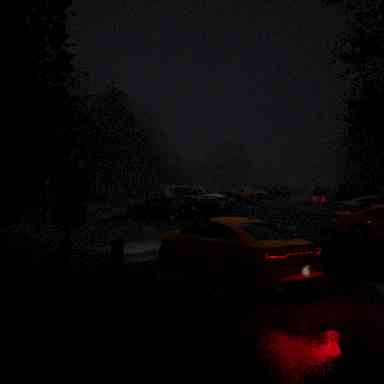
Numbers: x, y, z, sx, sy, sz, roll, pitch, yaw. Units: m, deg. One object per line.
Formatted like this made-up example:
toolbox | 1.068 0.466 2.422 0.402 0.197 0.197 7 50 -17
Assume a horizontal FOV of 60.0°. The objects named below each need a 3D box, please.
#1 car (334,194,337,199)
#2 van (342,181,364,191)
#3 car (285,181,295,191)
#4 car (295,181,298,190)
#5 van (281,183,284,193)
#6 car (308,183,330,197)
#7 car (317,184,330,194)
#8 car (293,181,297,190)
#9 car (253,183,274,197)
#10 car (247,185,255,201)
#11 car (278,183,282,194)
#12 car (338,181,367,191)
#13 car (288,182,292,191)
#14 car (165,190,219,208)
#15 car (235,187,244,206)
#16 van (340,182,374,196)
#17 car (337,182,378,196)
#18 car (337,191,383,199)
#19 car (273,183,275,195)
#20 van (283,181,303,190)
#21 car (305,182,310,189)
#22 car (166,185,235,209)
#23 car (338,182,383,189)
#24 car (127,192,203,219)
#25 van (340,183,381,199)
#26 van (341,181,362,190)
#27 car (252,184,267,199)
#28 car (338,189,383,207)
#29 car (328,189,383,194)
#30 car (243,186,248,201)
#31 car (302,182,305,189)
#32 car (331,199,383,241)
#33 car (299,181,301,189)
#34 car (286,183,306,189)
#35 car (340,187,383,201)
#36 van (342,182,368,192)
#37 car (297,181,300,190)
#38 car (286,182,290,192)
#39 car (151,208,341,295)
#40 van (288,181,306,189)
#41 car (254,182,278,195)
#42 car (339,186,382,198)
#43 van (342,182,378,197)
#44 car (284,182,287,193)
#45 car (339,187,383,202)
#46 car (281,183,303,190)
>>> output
car | 11.000 1.103 19.304 4.792 1.488 2.163 1 3 24
van | 36.190 -1.365 74.871 4.442 1.987 1.878 1 2 24
car | 16.017 -0.707 62.669 5.366 1.575 1.946 1 2 24
car | 18.459 -0.885 67.655 4.892 1.521 2.231 1 2 24
van | 11.736 -0.555 52.416 4.442 1.987 1.878 1 2 24
car | 18.281 -0.128 47.423 2.128 1.511 4.902 1 2 24
car | 22.507 -0.485 56.807 1.882 1.535 5.008 1 2 24
car | 17.331 -0.792 65.120 4.892 1.521 2.231 1 2 24
car | 7.245 0.059 42.285 5.366 1.575 1.946 1 3 24
car | 3.490 0.395 34.852 5.366 1.575 1.946 1 3 24
car | 10.517 -0.209 49.931 4.792 1.488 2.163 1 2 24
car | 34.921 -1.300 72.404 5.566 2.045 2.435 1 2 24
car | 15.020 -0.579 60.076 4.792 1.488 2.163 1 2 24
car | -0.893 0.867 24.658 5.008 1.535 2.097 1 3 24
car | 1.550 0.634 29.642 5.366 1.575 1.946 1 3 24
van | 24.558 -0.442 49.607 4.442 1.987 1.878 1 2 24
car | 25.775 -0.558 52.094 5.566 2.045 2.435 1 2 24
car | 9.970 1.060 16.862 4.553 1.767 2.185 1 3 24
car | 8.206 -0.044 44.885 4.892 1.521 2.231 1 3 24
van | 25.194 -1.668 82.872 4.442 1.987 1.878 1 2 24
car | 26.466 -1.784 85.342 5.566 2.045 2.435 1 2 24
car | 0.266 0.500 27.166 5.566 2.045 2.435 1 3 24
car | 15.599 0.358 29.361 5.566 2.045 2.435 1 3 24
car | -2.064 1.013 22.144 4.792 1.488 2.163 1 3 24
van | 21.149 -0.162 42.016 4.442 1.987 1.878 1 2 24
van | 38.254 -1.553 80.022 4.442 1.987 1.878 1 2 24
car | 5.818 0.159 40.020 5.366 1.575 1.946 1 3 24
car | 16.684 0.521 31.919 4.792 1.488 2.163 1 3 24
car | 13.131 0.835 24.413 5.366 1.575 1.946 1 3 24
car | 2.526 0.518 32.245 4.892 1.521 2.231 1 3 24
car | 23.017 -1.256 77.775 5.008 1.535 2.097 1 2 24
car | 8.800 1.301 14.358 5.008 1.535 2.097 1 3 24
car | 20.715 -1.197 72.721 4.553 1.767 2.185 1 2 24
car | 27.594 -1.565 87.858 4.792 1.488 2.163 1 2 24
car | 20.145 0.193 39.462 4.792 1.488 2.163 1 2 24
van | 31.643 -0.996 64.773 4.442 1.987 1.878 1 2 24
car | 19.435 -0.984 70.258 5.366 1.575 1.946 1 2 24
car | 13.881 -0.487 57.546 4.792 1.488 2.163 1 2 24
car | 0.921 1.371 8.558 1.882 1.535 5.008 2 -1 -31
van | 28.605 -1.871 90.449 4.442 1.987 1.878 1 1 24
car | 9.380 -0.269 47.397 4.553 1.767 2.185 1 2 24
car | 22.395 -0.030 44.517 5.008 1.535 2.097 1 2 24
van | 23.633 -0.346 46.987 4.442 1.987 1.878 1 2 24
car | 12.742 -0.394 55.016 4.792 1.488 2.163 1 2 24
car | 19.061 0.293 37.057 4.792 1.488 2.163 1 3 24
car | 24.163 -1.308 80.303 4.674 1.452 2.002 1 2 24
